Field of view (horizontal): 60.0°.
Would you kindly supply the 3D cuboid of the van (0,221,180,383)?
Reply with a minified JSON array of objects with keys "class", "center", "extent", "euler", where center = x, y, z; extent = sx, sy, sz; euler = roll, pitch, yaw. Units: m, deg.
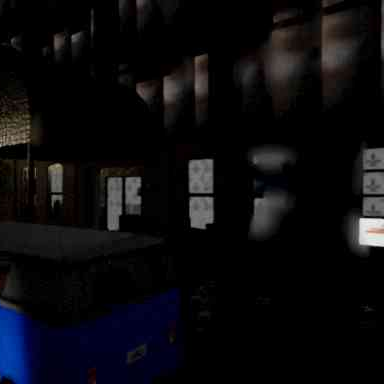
[{"class":"van","center":[-2.047,1.343,4.317],"extent":[3.998,1.788,1.690],"euler":[0,0,35]}]
